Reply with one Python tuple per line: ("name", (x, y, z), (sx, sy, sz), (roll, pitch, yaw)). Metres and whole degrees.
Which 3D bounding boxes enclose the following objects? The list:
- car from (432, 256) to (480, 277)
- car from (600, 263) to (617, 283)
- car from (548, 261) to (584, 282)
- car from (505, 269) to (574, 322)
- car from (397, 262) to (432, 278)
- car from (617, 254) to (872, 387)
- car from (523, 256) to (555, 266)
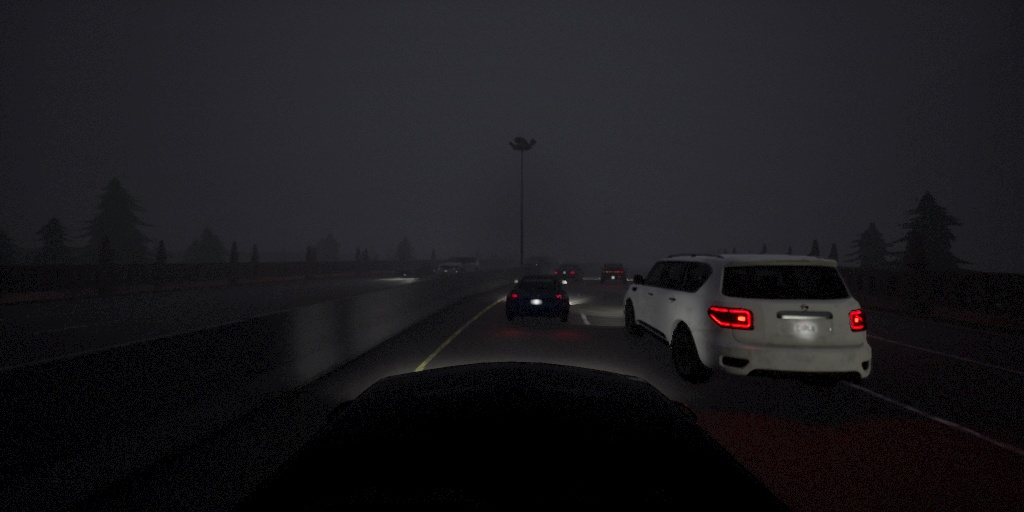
("car", (-4.950, 0.985, 34.210), (2.150, 2.045, 5.566), (0, 0, 19))
("car", (7.963, 1.305, 28.034), (1.837, 1.490, 4.892), (0, 0, 17))
("car", (4.798, 1.339, 29.794), (2.033, 1.411, 5.357), (0, 0, 18))
("car", (0.963, 1.317, 12.497), (1.994, 1.385, 4.181), (0, 0, 7))
("car", (-8.641, 1.296, 34.233), (2.033, 1.411, 5.357), (0, 0, 18))
("car", (3.887, 0.989, 7.205), (2.150, 2.045, 5.566), (0, 0, 4))
("car", (3.149, 1.054, 45.049), (2.150, 2.045, 5.566), (0, 0, 24))
